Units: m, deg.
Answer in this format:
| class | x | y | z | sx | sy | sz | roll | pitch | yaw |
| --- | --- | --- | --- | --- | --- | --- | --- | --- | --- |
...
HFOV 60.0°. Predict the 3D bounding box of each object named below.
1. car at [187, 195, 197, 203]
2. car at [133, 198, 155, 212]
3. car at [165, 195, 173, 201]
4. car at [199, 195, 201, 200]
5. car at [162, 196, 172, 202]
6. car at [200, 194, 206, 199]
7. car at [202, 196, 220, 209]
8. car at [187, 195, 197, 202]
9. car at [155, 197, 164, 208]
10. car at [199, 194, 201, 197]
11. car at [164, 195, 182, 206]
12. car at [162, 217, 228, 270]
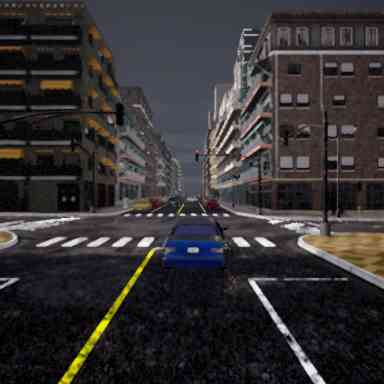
| class | x | y | z | sx | sy | sz | roll | pitch | yaw |
| --- | --- | --- | --- | --- | --- | --- | --- | --- | --- |
| car | -0.006 | 1.607 | 70.396 | 1.895 | 1.301 | 4.718 | 0 | 0 | 0 |
| car | -5.686 | 1.530 | 38.425 | 1.752 | 1.417 | 4.829 | 1 | 0 | 0 |
| car | -5.691 | 1.562 | 82.783 | 1.887 | 1.381 | 4.507 | 1 | 0 | 0 |
| car | 2.692 | 1.592 | 60.676 | 1.802 | 1.307 | 4.206 | 1 | 0 | 0 |
| car | -5.691 | 1.566 | 77.260 | 2.008 | 1.369 | 4.403 | 1 | 0 | 0 |
| car | 2.694 | 1.447 | 49.629 | 1.967 | 1.590 | 4.097 | 1 | 0 | 0 |
| car | 2.694 | 1.550 | 44.105 | 1.887 | 1.381 | 4.507 | 1 | 0 | 0 |
| car | -0.008 | 1.473 | 80.372 | 2.128 | 1.511 | 4.902 | 0 | 0 | 0 |
| car | -5.688 | 1.551 | 49.642 | 1.887 | 1.381 | 4.507 | 1 | 0 | 0 |
| car | 2.991 | 1.373 | 92.418 | 2.097 | 1.767 | 4.553 | 0 | 0 | 0 |
| car | -3.078 | 1.534 | 55.479 | 1.812 | 1.442 | 4.674 | 0 | 0 | 0 |
| car | 0.212 | 1.548 | 11.084 | 2.033 | 1.411 | 5.357 | 0 | 0 | 4 |
